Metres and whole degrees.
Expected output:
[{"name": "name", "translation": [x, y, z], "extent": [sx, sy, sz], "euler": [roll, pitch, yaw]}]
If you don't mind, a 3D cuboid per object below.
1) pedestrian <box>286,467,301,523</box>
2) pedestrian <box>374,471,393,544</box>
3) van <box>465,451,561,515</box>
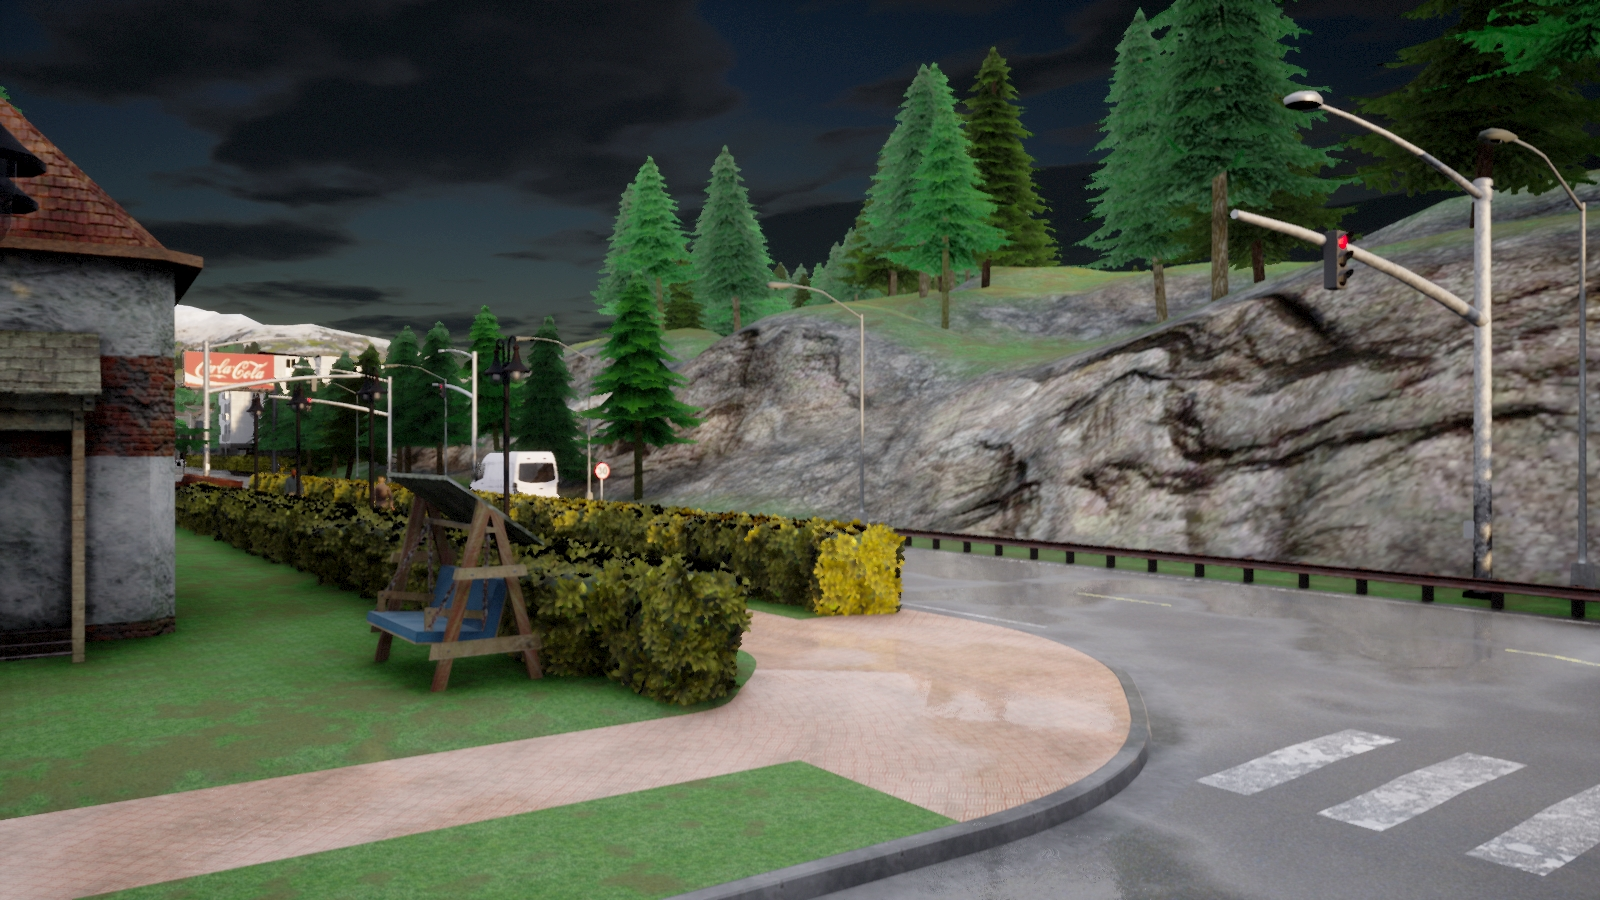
[{"name": "pedestrian", "translation": [-17.006, 1.494, 38.353], "extent": [0.375, 1.860, 0.375], "euler": [0, 0, -39]}, {"name": "pedestrian", "translation": [-10.851, 1.493, 29.773], "extent": [0.375, 1.860, 0.375], "euler": [0, 0, -36]}, {"name": "van", "translation": [-12.310, 1.324, 48.674], "extent": [1.988, 2.561, 5.915], "euler": [0, 0, -35]}]
